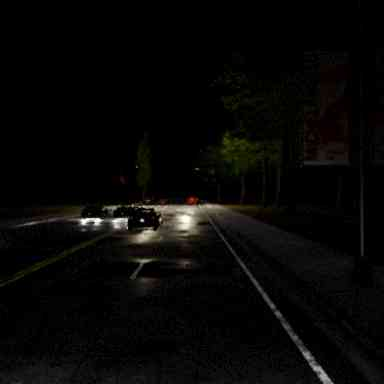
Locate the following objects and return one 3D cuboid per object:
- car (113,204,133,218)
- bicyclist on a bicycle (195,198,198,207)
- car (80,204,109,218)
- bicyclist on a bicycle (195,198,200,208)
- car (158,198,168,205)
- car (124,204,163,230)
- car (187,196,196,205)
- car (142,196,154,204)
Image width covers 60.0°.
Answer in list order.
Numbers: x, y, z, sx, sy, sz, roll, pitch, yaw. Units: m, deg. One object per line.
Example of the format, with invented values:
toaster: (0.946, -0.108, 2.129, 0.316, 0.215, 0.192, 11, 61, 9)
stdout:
car: (-6.587, 1.895, 33.514, 1.994, 1.385, 4.181, 0, -1, 0)
bicyclist on a bicycle: (0.911, 2.053, 67.049, 0.659, 1.776, 1.843, 0, -1, 0)
car: (-9.837, 1.899, 33.920, 1.994, 1.385, 4.181, 0, -1, 0)
bicyclist on a bicycle: (0.915, 2.018, 57.528, 0.866, 1.612, 1.509, 0, -1, 0)
car: (-6.480, 2.176, 74.720, 1.882, 1.535, 5.008, 0, -1, 0)
car: (-3.144, 1.789, 23.011, 1.994, 1.385, 4.181, 0, -1, 0)
car: (0.021, 2.025, 78.806, 2.150, 2.045, 5.566, 0, -1, 0)
car: (-9.730, 1.923, 74.693, 2.150, 2.045, 5.566, 0, -1, 0)
